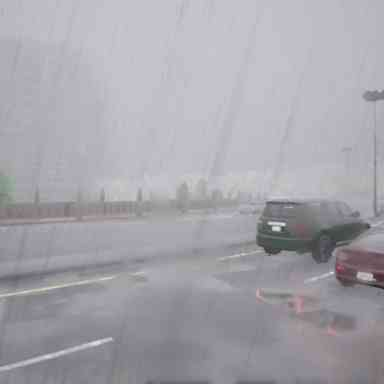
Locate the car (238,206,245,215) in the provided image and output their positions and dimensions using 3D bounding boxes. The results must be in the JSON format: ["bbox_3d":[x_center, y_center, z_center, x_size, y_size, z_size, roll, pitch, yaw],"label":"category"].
[{"bbox_3d":[6.732,1.723,35.688,1.895,1.301,4.718,0,0,36],"label":"car"}]

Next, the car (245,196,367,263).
[{"bbox_3d":[4.669,1.260,12.359,5.566,2.045,2.150,0,0,-42],"label":"car"}]

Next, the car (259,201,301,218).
[{"bbox_3d":[8.661,1.654,32.419,2.033,1.411,5.357,0,0,37],"label":"car"}]

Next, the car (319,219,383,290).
[{"bbox_3d":[5.259,1.548,8.259,4.674,1.442,1.812,0,0,-41],"label":"car"}]

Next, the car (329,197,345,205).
[{"bbox_3d":[27.804,1.719,63.774,2.033,1.411,5.357,0,0,15],"label":"car"}]

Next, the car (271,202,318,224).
[{"bbox_3d":[8.218,1.610,26.380,1.812,1.442,4.674,0,0,40],"label":"car"}]

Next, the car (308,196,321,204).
[{"bbox_3d":[25.577,1.646,69.820,1.882,1.535,5.008,0,0,12],"label":"car"}]

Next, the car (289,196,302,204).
[{"bbox_3d":[22.601,1.700,72.913,2.128,1.511,4.902,0,0,10],"label":"car"}]
